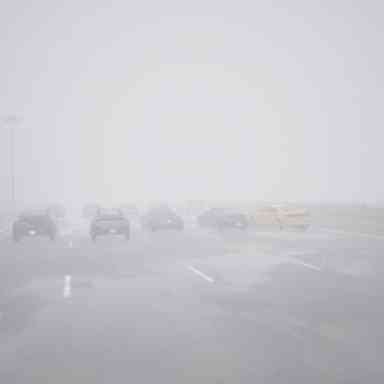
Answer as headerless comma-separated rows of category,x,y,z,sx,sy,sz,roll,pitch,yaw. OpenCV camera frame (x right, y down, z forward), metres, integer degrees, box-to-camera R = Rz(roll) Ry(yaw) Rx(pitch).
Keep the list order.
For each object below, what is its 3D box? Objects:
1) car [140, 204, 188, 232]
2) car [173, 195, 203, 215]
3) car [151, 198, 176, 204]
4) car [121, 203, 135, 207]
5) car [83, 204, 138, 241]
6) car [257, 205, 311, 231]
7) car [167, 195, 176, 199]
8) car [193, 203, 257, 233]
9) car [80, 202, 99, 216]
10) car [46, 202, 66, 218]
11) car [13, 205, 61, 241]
car,-2.019,1.698,21.193,1.994,1.385,4.181,0,0,-20
car,-0.112,1.559,36.750,2.097,1.767,4.553,0,0,-20
car,-3.621,1.737,36.175,1.837,1.490,4.892,0,0,-20
car,-6.901,1.815,34.957,1.994,1.385,4.181,0,0,-20
car,-4.510,1.626,17.748,2.128,1.511,4.902,0,0,-20
car,5.404,1.553,21.204,1.882,1.535,5.008,0,0,-20
car,-4.721,1.679,76.120,3.866,1.878,1.905,0,0,-20
car,1.862,1.626,20.686,1.812,1.442,4.674,0,0,-20
car,-10.220,1.763,33.843,2.128,1.511,4.902,0,0,-20
car,-13.796,1.775,33.452,1.882,1.535,5.008,0,0,-20
car,-8.232,1.668,17.768,1.837,1.490,4.892,0,-1,-19
